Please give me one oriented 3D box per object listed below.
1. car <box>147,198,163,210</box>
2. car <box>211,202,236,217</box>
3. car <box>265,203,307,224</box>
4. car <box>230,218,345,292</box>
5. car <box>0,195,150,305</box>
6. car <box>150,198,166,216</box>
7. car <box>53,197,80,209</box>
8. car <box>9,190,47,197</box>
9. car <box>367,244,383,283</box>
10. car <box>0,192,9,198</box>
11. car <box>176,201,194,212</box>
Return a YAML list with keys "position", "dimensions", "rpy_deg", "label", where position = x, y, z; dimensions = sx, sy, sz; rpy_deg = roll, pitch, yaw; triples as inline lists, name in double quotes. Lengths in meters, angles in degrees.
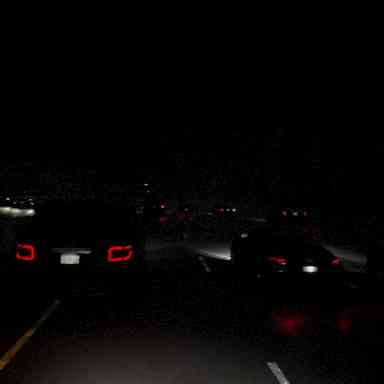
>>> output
- position: [-4.856, 1.595, 43.700]
  dimensions: [1.994, 1.385, 4.181]
  rpy_deg: [2, 0, -6]
  label: "car"
- position: [3.233, 1.801, 34.697]
  dimensions: [2.033, 1.411, 5.357]
  rpy_deg: [2, 0, -6]
  label: "car"
- position: [7.564, 1.713, 27.170]
  dimensions: [2.097, 1.767, 4.553]
  rpy_deg: [2, 0, -6]
  label: "car"
- position: [2.422, 1.689, 9.396]
  dimensions: [1.994, 1.385, 4.181]
  rpy_deg: [2, 0, -6]
  label: "car"
- position: [-2.278, 1.193, 8.107]
  dimensions: [2.150, 2.045, 5.566]
  rpy_deg: [2, 0, -6]
  label: "car"
- position: [-3.685, 1.377, 33.032]
  dimensions: [2.097, 1.767, 4.553]
  rpy_deg: [2, 0, -5]
  label: "car"
- position: [-15.158, 1.288, 40.469]
  dimensions: [1.895, 1.301, 4.718]
  rpy_deg: [2, 0, -6]
  label: "car"
- position: [-18.451, 0.795, 38.423]
  dimensions: [2.150, 2.045, 5.566]
  rpy_deg: [2, 0, -6]
  label: "car"
- position: [6.133, 1.728, 7.626]
  dimensions: [2.128, 1.511, 4.902]
  rpy_deg: [2, 0, -6]
  label: "car"
- position: [-22.114, 0.814, 39.812]
  dimensions: [2.097, 1.767, 4.553]
  rpy_deg: [2, 0, -6]
  label: "car"
- position: [-0.892, 1.745, 40.360]
  dimensions: [1.895, 1.301, 4.718]
  rpy_deg: [2, 0, -6]
  label: "car"
